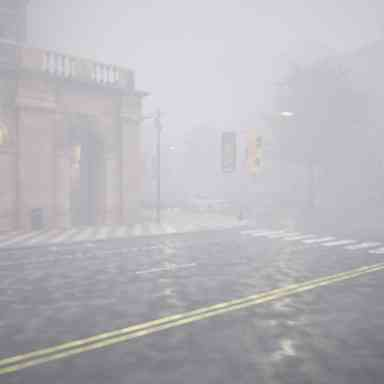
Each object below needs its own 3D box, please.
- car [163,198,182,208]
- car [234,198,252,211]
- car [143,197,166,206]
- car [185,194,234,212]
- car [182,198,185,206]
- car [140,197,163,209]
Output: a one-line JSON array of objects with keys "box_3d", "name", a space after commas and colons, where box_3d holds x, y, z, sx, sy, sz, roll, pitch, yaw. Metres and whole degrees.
[{"box_3d": [-4.095, 1.555, 47.294, 2.033, 1.411, 5.357, 0, 0, -36], "name": "car"}, {"box_3d": [5.142, 1.511, 40.275, 1.837, 1.490, 4.892, 0, 0, -35], "name": "car"}, {"box_3d": [-6.422, 1.535, 56.701, 1.812, 1.442, 4.674, 0, 0, -35], "name": "car"}, {"box_3d": [1.896, 1.228, 38.799, 2.150, 2.045, 5.566, 0, 0, -35], "name": "car"}, {"box_3d": [-0.475, 1.555, 48.235, 2.033, 1.411, 5.357, 0, 0, -36], "name": "car"}, {"box_3d": [-6.207, 1.602, 44.825, 1.895, 1.301, 4.718, 0, 0, -35], "name": "car"}]
